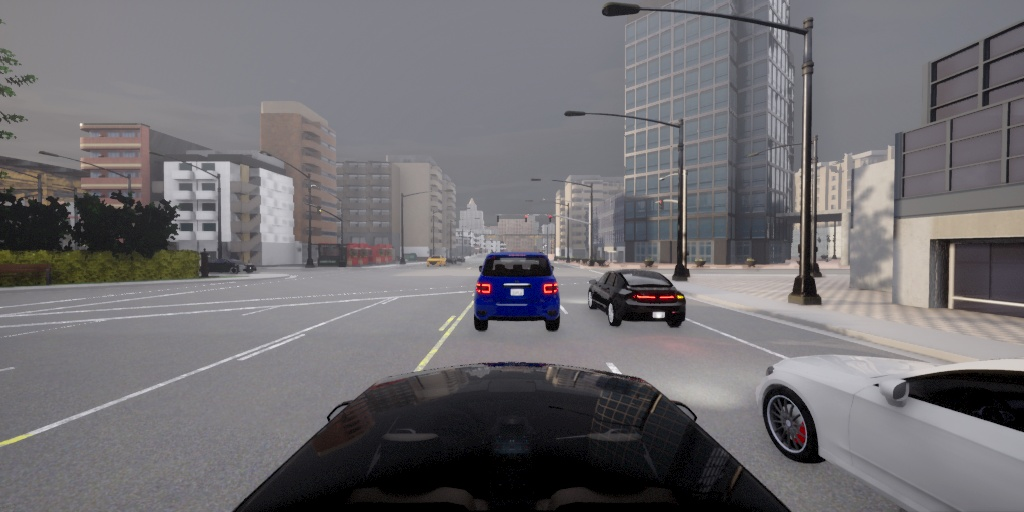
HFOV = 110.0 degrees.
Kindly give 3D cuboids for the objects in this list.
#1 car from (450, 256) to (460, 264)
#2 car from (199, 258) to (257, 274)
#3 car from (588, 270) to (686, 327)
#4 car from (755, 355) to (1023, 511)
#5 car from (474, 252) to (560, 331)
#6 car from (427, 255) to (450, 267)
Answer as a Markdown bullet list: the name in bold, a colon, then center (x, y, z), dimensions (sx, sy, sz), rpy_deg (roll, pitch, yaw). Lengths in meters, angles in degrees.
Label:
- **car**: center (-10.299, 0.704, 58.874), dimensions (1.895, 1.301, 4.718), rpy_deg (0, 0, 1)
- **car**: center (-25.497, 0.906, 32.246), dimensions (4.181, 1.385, 1.994), rpy_deg (0, 1, 1)
- **car**: center (3.646, 1.166, 11.210), dimensions (1.837, 1.490, 4.892), rpy_deg (0, 1, 1)
- **car**: center (3.599, 1.274, 1.996), dimensions (1.812, 1.442, 4.674), rpy_deg (0, 0, 0)
- **car**: center (0.134, 0.885, 10.846), dimensions (2.150, 2.045, 5.566), rpy_deg (0, 1, 0)
- **car**: center (-10.348, 0.630, 49.441), dimensions (1.882, 1.535, 5.008), rpy_deg (0, 0, 1)
